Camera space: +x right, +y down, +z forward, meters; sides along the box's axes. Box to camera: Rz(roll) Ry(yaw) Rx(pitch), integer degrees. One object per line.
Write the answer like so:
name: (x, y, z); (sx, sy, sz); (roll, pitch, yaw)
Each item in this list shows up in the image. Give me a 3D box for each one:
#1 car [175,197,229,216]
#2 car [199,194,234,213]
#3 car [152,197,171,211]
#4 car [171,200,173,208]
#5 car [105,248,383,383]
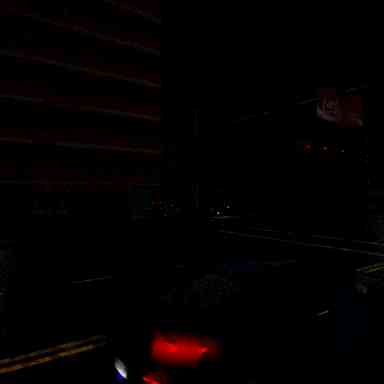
car: (0.848, 1.547, 32.489); (2.033, 1.411, 5.357); (0, 0, -36)
car: (2.148, 1.222, 36.675); (2.150, 2.045, 5.566); (0, 0, -36)
car: (-4.935, 1.352, 40.524); (2.097, 1.767, 4.553); (0, 0, -36)
car: (-3.703, 1.564, 44.817); (1.994, 1.385, 4.181); (0, 0, -35)
car: (1.180, 1.526, 4.581); (4.674, 1.442, 1.812); (0, 0, -36)
